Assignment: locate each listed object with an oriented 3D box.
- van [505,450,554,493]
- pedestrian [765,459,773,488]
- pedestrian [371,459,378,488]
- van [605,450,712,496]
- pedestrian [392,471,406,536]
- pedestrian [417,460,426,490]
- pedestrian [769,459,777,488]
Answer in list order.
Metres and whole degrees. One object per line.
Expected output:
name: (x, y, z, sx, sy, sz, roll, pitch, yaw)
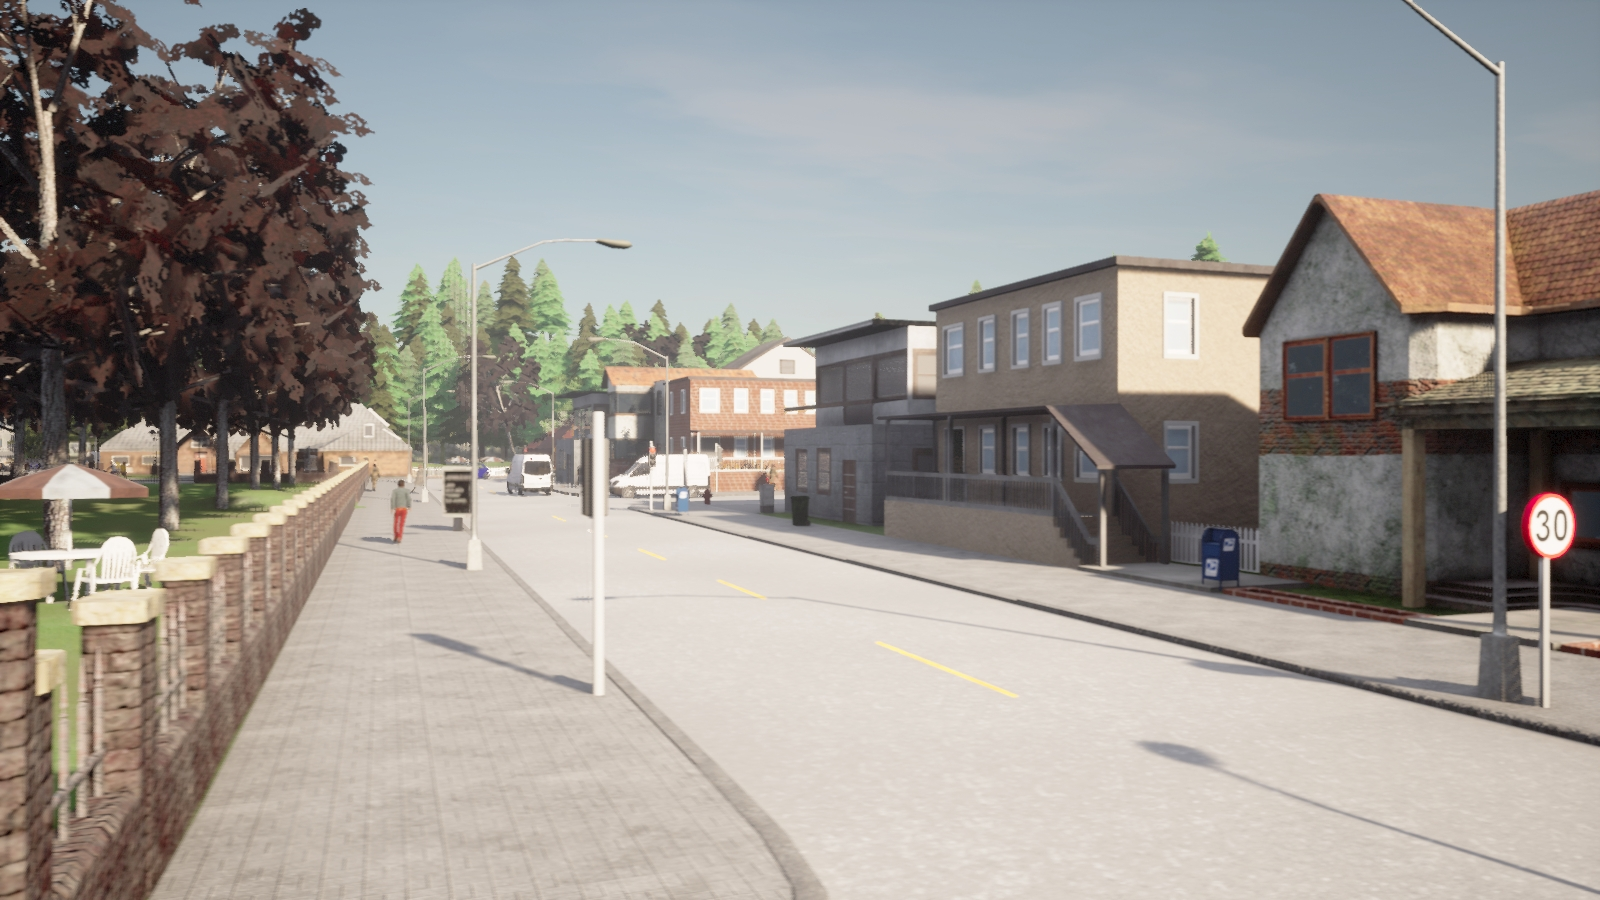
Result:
van: (-17.205, 1.314, 72.417, 1.988, 2.561, 5.915, 0, 0, -24)
pedestrian: (-2.004, 1.516, 74.325, 0.375, 1.860, 0.375, 0, 0, 29)
pedestrian: (-27.724, 1.525, 74.428, 0.375, 1.860, 0.375, 0, 0, -20)
van: (-8.239, 1.315, 66.586, 5.915, 2.561, 1.988, 0, 0, -17)
pedestrian: (-11.500, 1.525, 32.776, 0.375, 1.860, 0.375, 0, 0, -18)
pedestrian: (-23.148, 1.525, 69.842, 0.375, 1.860, 0.375, 0, 0, 13)
pedestrian: (-1.734, 1.518, 73.766, 0.375, 1.860, 0.375, 0, 0, -39)
